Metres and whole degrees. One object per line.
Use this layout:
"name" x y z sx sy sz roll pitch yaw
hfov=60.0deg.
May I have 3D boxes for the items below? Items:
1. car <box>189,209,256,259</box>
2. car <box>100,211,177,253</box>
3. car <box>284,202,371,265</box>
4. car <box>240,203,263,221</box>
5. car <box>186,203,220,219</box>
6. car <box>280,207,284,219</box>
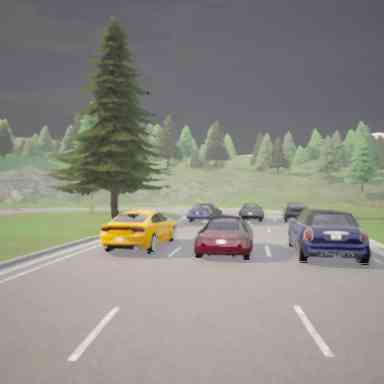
"car" 1.329 1.599 12.845 1.994 1.385 4.181 0 0 11
"car" -2.023 1.509 13.914 1.882 1.535 5.008 0 0 11
"car" 4.758 1.388 12.174 2.097 1.767 4.553 0 0 11
"car" 4.931 1.640 27.856 1.994 1.385 4.181 0 0 11
"car" 1.069 1.615 26.573 2.033 1.411 5.357 0 0 16
"car" 8.198 1.583 26.486 1.837 1.490 4.892 0 0 12
